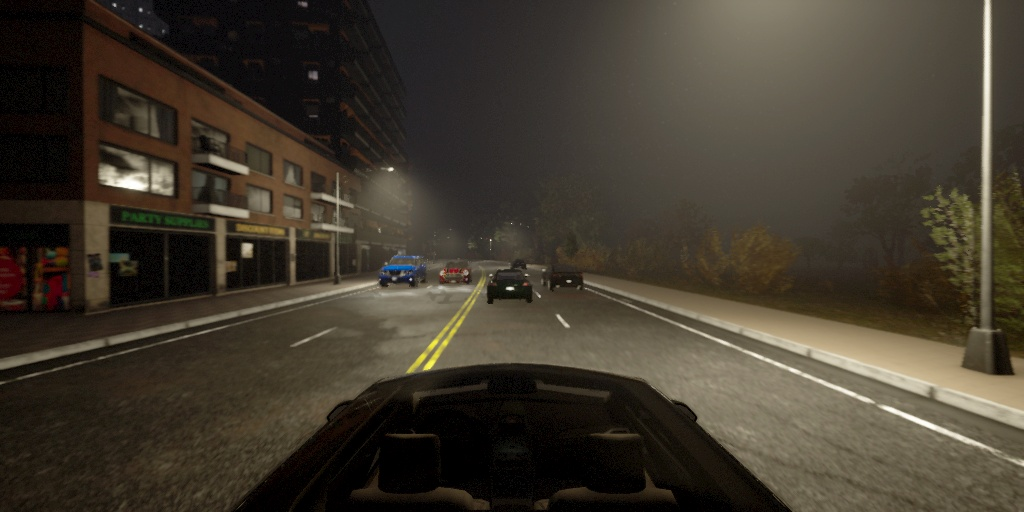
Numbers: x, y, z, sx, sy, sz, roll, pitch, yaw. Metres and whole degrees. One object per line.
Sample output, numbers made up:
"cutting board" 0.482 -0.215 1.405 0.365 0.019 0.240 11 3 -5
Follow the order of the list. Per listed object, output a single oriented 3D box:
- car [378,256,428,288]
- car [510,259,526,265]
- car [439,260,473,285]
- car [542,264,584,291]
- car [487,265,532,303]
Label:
"car" -7.125 0.986 24.077 2.150 2.045 5.566 0 0 -3
"car" 0.909 1.213 50.802 1.837 1.490 4.892 0 0 -6
"car" -3.969 1.103 25.939 2.097 1.767 4.553 0 0 -3
"car" 2.940 1.210 21.589 1.882 1.535 5.008 0 0 -2
"car" -0.141 1.310 16.831 1.994 1.385 4.181 0 0 -2
